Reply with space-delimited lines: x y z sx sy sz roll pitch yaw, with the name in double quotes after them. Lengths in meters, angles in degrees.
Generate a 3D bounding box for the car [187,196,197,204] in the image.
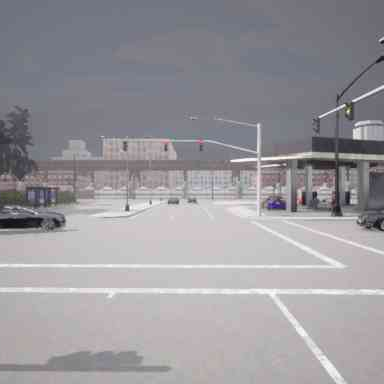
0.022 1.547 64.404 2.033 1.411 5.357 0 0 0 "car"

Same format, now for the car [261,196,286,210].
9.724 1.295 39.725 2.242 1.667 4.611 0 0 0 "car"

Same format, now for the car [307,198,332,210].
15.469 1.456 40.486 1.970 1.475 3.806 0 0 0 "car"

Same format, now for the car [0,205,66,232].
-9.742 1.491 18.762 4.902 1.511 2.128 0 0 -22 "car"

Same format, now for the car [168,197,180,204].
-3.378 1.564 62.181 1.994 1.385 4.181 0 0 0 "car"

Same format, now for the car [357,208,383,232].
12.297 1.505 19.562 4.892 1.490 1.837 0 0 -1 "car"
